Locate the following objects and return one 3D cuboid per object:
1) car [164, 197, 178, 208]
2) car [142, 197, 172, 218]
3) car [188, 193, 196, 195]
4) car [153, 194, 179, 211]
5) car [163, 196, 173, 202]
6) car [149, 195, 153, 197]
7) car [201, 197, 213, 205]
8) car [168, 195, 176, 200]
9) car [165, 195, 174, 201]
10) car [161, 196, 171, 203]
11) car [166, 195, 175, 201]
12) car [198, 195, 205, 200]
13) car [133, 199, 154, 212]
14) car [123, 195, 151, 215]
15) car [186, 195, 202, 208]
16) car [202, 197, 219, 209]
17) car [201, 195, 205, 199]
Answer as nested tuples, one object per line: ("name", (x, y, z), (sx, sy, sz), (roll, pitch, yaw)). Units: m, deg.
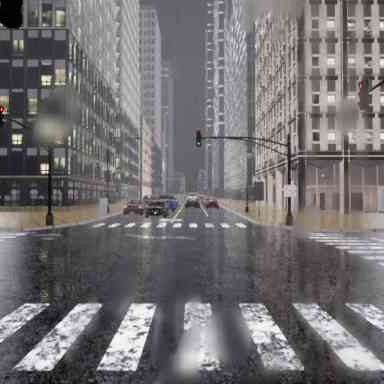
("car", (-3.098, 1.524, 50.789), (1.837, 1.490, 4.892), (0, 0, 0))
("car", (-3.106, 1.516, 30.354), (1.837, 1.490, 4.892), (0, 0, 0))
("car", (0.074, 1.249, 70.479), (2.150, 2.045, 5.566), (0, 0, 0))
("car", (-3.103, 1.237, 40.381), (2.150, 2.045, 5.566), (0, 0, 0))
("car", (-5.692, 1.581, 78.273), (2.008, 1.369, 4.403), (1, 0, 0))
("car", (-5.681, 1.332, 44.822), (2.192, 1.841, 5.009), (1, 0, 0))
("car", (2.691, 1.589, 61.618), (1.947, 1.339, 4.313), (1, 0, 0))
("car", (-5.696, 1.604, 94.998), (1.947, 1.339, 4.313), (1, 0, 0))
("car", (-5.693, 1.578, 83.848), (1.887, 1.381, 4.507), (1, 0, 0))
("car", (-5.691, 1.573, 72.697), (1.887, 1.381, 4.507), (1, 0, 0))
("car", (-5.694, 1.586, 89.423), (2.008, 1.369, 4.403), (1, 0, 0))
("car", (2.685, 1.583, 95.081), (1.887, 1.381, 4.507), (1, 0, 0))
("car", (-5.685, 1.597, 39.247), (1.802, 1.307, 4.206), (1, 0, 0))
("car", (-5.681, 1.453, 33.671), (1.967, 1.590, 4.097), (1, 0, 0))
("car", (0.088, 1.582, 49.274), (1.994, 1.385, 4.181), (0, 0, 0))
("car", (2.694, 1.599, 44.885), (1.802, 1.307, 4.206), (1, 0, 0))
("car", (2.694, 1.547, 56.211), (1.752, 1.417, 4.829), (1, 0, 0))
